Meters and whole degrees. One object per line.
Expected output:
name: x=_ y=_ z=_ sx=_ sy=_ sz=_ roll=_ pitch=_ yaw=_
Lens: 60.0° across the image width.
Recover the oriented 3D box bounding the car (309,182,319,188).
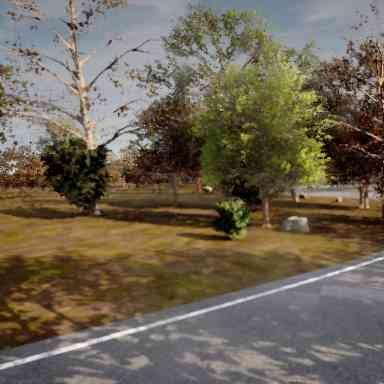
car: x=24.884 y=-1.366 z=68.461 sx=1.895 sy=1.301 sz=4.718 roll=-2 pitch=4 yaw=30

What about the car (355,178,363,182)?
car: x=38.138 y=-2.862 z=77.506 sx=4.718 sy=1.301 sz=1.895 roll=-4 pitch=3 yaw=-11
